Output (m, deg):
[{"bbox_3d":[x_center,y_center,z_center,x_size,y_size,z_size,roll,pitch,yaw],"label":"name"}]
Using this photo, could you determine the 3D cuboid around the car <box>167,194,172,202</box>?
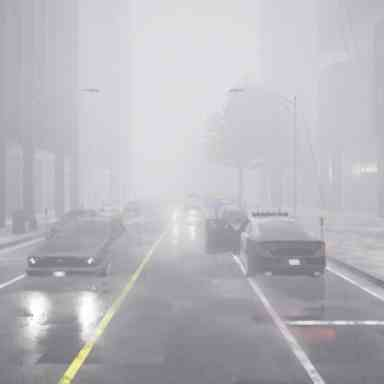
[{"bbox_3d":[-5.815,1.488,67.887,2.008,1.369,4.403,0,0,0],"label":"car"}]

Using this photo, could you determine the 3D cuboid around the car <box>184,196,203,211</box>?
[{"bbox_3d":[0.052,1.482,39.258,1.812,1.442,4.674,0,0,0],"label":"car"}]

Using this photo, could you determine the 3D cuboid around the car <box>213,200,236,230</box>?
[{"bbox_3d":[2.745,1.517,22.952,1.887,1.381,4.507,0,0,0],"label":"car"}]

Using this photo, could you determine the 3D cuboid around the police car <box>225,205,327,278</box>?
[{"bbox_3d":[2.360,1.412,10.260,1.930,1.638,5.238,0,0,0],"label":"police car"}]

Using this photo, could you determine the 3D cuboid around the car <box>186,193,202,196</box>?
[{"bbox_3d":[-0.036,1.170,49.191,2.150,2.045,5.566,0,0,0],"label":"car"}]

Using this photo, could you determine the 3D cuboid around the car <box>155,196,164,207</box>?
[{"bbox_3d":[-5.801,1.473,50.861,1.752,1.417,4.829,0,0,0],"label":"car"}]

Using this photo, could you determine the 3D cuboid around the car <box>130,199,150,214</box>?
[{"bbox_3d":[-5.788,1.527,34.175,1.947,1.339,4.313,0,0,0],"label":"car"}]

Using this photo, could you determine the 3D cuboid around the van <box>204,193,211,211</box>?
[{"bbox_3d":[2.732,1.297,39.806,1.690,1.788,3.998,0,0,0],"label":"van"}]

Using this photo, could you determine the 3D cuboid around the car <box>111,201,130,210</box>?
[{"bbox_3d":[-5.780,1.498,22.767,1.752,1.417,4.829,0,0,0],"label":"car"}]

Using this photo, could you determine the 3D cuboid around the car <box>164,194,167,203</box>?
[{"bbox_3d":[-5.806,1.384,56.649,1.967,1.590,4.097,0,0,0],"label":"car"}]

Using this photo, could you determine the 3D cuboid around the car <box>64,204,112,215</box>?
[{"bbox_3d":[-5.775,1.544,17.318,1.947,1.339,4.313,0,0,0],"label":"car"}]

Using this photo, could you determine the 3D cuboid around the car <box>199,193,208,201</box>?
[{"bbox_3d":[2.701,1.247,79.135,2.192,1.841,5.009,0,0,0],"label":"car"}]

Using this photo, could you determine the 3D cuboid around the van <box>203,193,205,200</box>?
[{"bbox_3d":[2.728,1.293,45.425,1.690,1.788,3.998,0,0,0],"label":"van"}]

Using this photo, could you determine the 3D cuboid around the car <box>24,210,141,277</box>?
[{"bbox_3d":[-3.107,1.534,10.443,2.033,1.411,5.357,0,0,0],"label":"car"}]

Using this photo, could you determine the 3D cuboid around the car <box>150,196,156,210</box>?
[{"bbox_3d":[-5.793,1.522,39.793,1.947,1.339,4.313,0,0,0],"label":"car"}]

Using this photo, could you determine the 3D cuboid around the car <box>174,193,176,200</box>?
[{"bbox_3d":[-5.828,1.475,84.743,1.887,1.381,4.507,0,0,0],"label":"car"}]

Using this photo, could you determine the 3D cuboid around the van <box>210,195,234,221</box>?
[{"bbox_3d":[2.741,1.308,28.570,1.690,1.788,3.998,0,0,0],"label":"van"}]
